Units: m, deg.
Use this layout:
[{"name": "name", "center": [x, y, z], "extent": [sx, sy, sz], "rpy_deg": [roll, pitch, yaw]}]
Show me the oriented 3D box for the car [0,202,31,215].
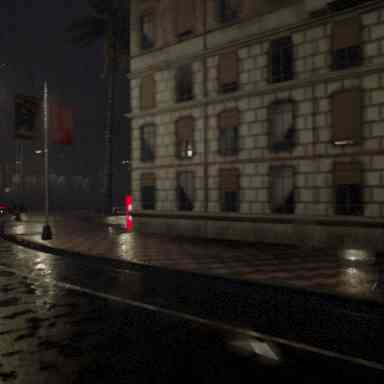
[{"name": "car", "center": [-20.660, 1.896, 38.786], "extent": [1.837, 1.490, 4.892], "rpy_deg": [-1, -1, 1]}]
